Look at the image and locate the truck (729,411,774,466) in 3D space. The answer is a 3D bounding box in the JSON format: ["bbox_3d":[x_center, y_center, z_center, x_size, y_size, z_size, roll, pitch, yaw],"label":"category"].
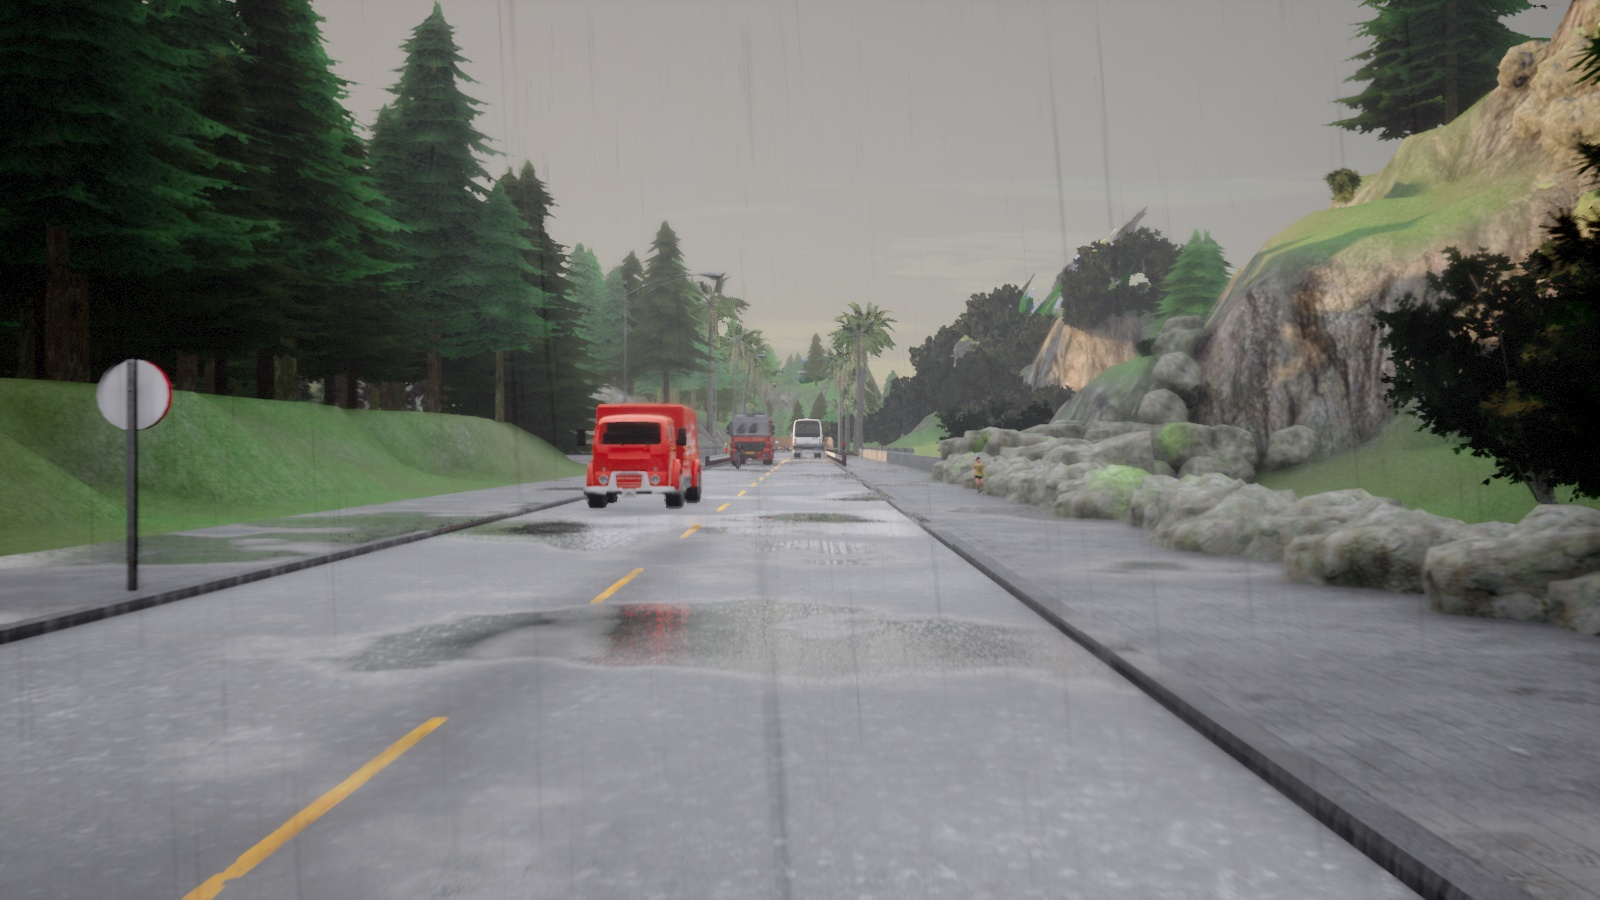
[{"bbox_3d":[-3.451,-0.829,91.237,2.891,3.827,8.468,0,0,0],"label":"truck"}]

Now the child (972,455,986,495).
[{"bbox_3d":[4.973,0.685,34.878,0.255,1.110,0.394,0,0,-11],"label":"child"}]

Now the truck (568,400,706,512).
[{"bbox_3d":[-3.809,0.118,30.373,2.627,2.467,5.204,0,0,0],"label":"truck"}]
